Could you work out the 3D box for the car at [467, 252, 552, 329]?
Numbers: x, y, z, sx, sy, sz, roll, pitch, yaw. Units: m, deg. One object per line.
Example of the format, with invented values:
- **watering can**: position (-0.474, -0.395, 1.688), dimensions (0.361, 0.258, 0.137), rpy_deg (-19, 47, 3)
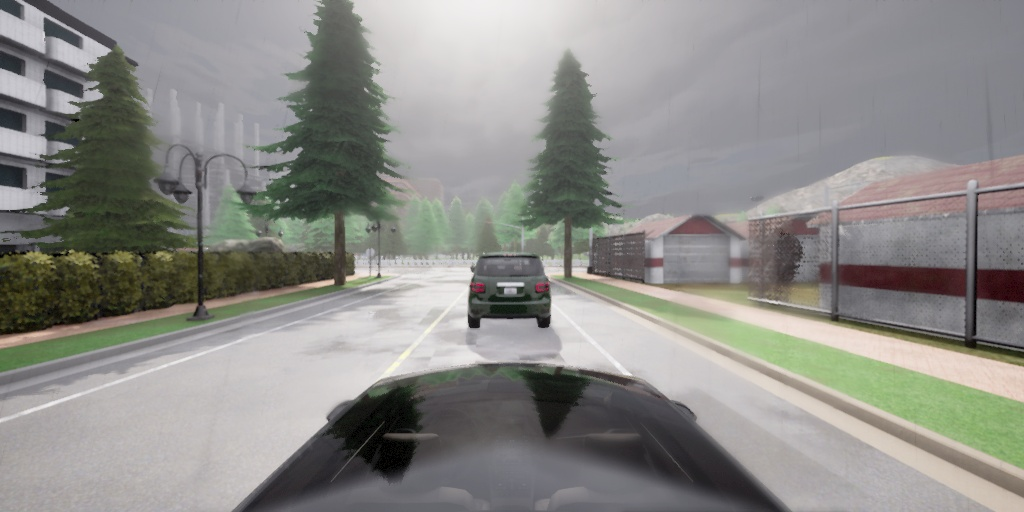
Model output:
- **car**: position (-0.131, 0.886, 11.085), dimensions (2.150, 2.045, 5.566), rpy_deg (0, 1, -2)
